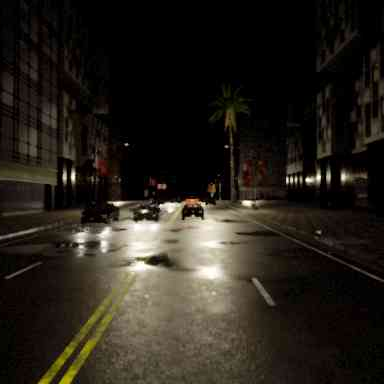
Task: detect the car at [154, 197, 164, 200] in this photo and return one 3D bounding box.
[{"bbox_3d":[-6.541,1.767,66.113,1.812,1.442,4.674,0,0,0],"label":"car"}]

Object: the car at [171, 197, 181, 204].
[{"bbox_3d":[-3.287,1.775,68.102,1.812,1.442,4.674,0,0,0],"label":"car"}]

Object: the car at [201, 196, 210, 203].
[{"bbox_3d":[3.208,1.822,77.792,1.882,1.535,5.008,0,-1,0],"label":"car"}]

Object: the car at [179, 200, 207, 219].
[{"bbox_3d":[0.084,1.666,29.367,1.895,1.301,4.718,0,0,0],"label":"car"}]

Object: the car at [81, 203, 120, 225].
[{"bbox_3d":[-6.612,1.529,24.458,1.882,1.535,5.008,0,0,0],"label":"car"}]

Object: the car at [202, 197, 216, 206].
[{"bbox_3d":[3.316,1.715,60.942,1.837,1.490,4.892,0,0,0],"label":"car"}]

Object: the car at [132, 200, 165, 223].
[{"bbox_3d":[-3.364,1.603,26.281,2.033,1.411,5.357,0,0,0],"label":"car"}]

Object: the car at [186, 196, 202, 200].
[{"bbox_3d":[0.072,1.514,52.784,2.097,1.767,4.553,0,0,0],"label":"car"}]
